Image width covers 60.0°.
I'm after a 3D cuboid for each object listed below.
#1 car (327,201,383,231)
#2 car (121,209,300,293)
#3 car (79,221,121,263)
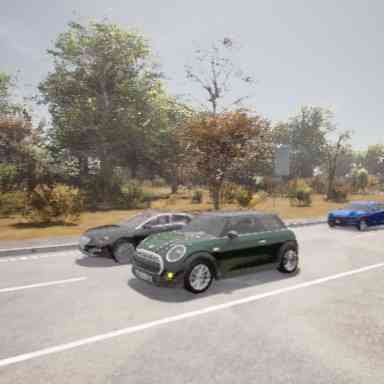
[{"bbox_3d":[9.966,1.313,19.453,5.008,1.535,1.882,-1,1,-34],"label":"car"},{"bbox_3d":[0.739,1.293,8.793,4.553,1.767,2.097,0,1,-35],"label":"car"},{"bbox_3d":[-1.350,1.405,11.606,4.902,1.511,2.128,0,0,-35],"label":"car"}]
